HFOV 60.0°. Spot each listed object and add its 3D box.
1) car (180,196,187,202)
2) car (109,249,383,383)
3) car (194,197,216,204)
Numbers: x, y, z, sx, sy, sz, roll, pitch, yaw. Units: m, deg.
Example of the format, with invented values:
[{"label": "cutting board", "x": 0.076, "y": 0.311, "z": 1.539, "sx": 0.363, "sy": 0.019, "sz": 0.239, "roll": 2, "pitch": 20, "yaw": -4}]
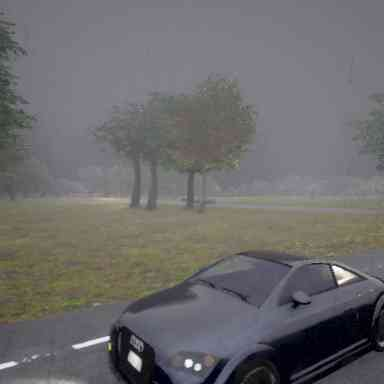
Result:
[{"label": "car", "x": -0.788, "y": 1.560, "z": 72.526, "sx": 1.994, "sy": 1.385, "sz": 4.181, "roll": 1, "pitch": 0, "yaw": -34}, {"label": "car", "x": 1.031, "y": 1.560, "z": 4.605, "sx": 4.181, "sy": 1.385, "sz": 1.994, "roll": 0, "pitch": 0, "yaw": -36}, {"label": "car", "x": 2.664, "y": 1.709, "z": 67.391, "sx": 2.033, "sy": 1.411, "sz": 5.357, "roll": 1, "pitch": -1, "yaw": -34}]
